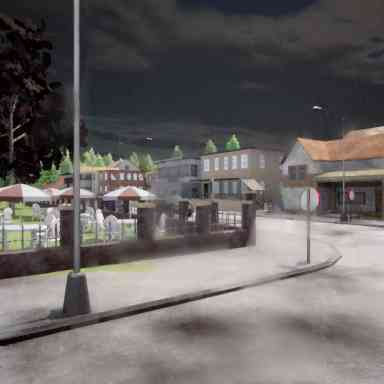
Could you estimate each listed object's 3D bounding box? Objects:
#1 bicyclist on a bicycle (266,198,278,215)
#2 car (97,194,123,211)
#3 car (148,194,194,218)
[{"bbox_3d":[7.542,1.349,31.424,1.656,1.620,0.582,0,0,-35],"label":"bicyclist on a bicycle"},{"bbox_3d":[-10.203,1.219,41.913,2.150,2.045,5.566,0,0,-35],"label":"car"},{"bbox_3d":[-2.089,1.221,30.477,2.150,2.045,5.566,0,0,-35],"label":"car"}]
